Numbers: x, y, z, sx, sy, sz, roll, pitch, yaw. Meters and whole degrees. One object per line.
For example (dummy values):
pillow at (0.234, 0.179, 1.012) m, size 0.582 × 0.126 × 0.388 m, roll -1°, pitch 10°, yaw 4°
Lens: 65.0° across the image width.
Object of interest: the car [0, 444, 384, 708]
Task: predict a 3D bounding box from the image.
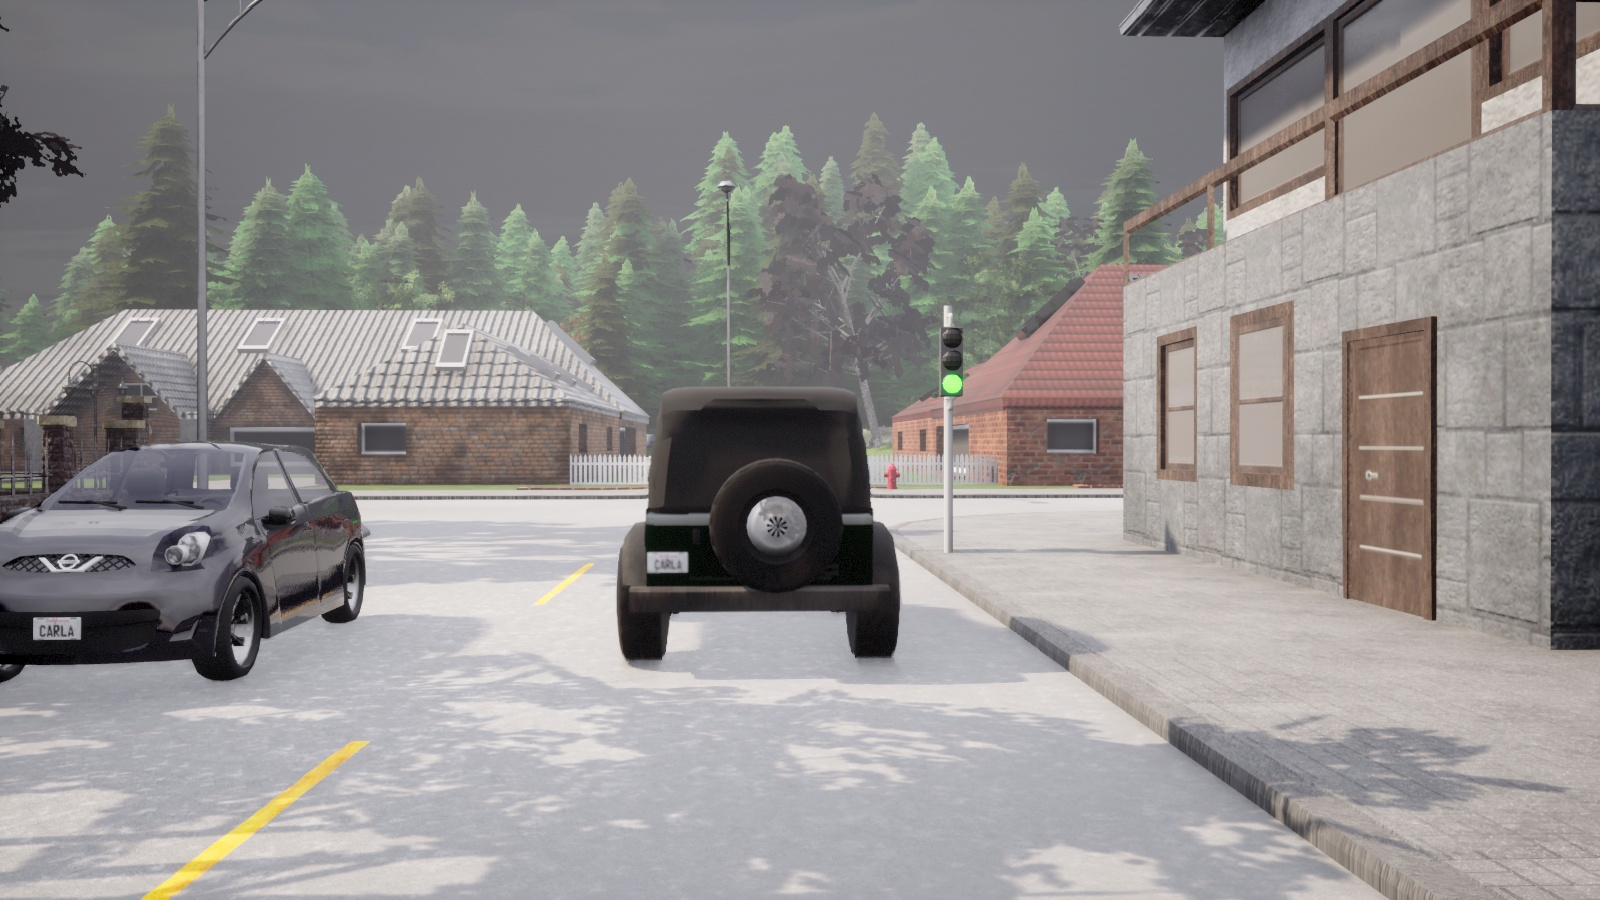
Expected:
car at (-4.375, 0.706, 8.967) m, size 1.845 × 1.501 × 3.633 m, roll 0°, pitch 0°, yaw -4°

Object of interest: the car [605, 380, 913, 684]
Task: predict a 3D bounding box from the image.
car at (-0.334, 0.489, 9.721) m, size 1.905 × 1.878 × 3.866 m, roll 0°, pitch 1°, yaw -3°
